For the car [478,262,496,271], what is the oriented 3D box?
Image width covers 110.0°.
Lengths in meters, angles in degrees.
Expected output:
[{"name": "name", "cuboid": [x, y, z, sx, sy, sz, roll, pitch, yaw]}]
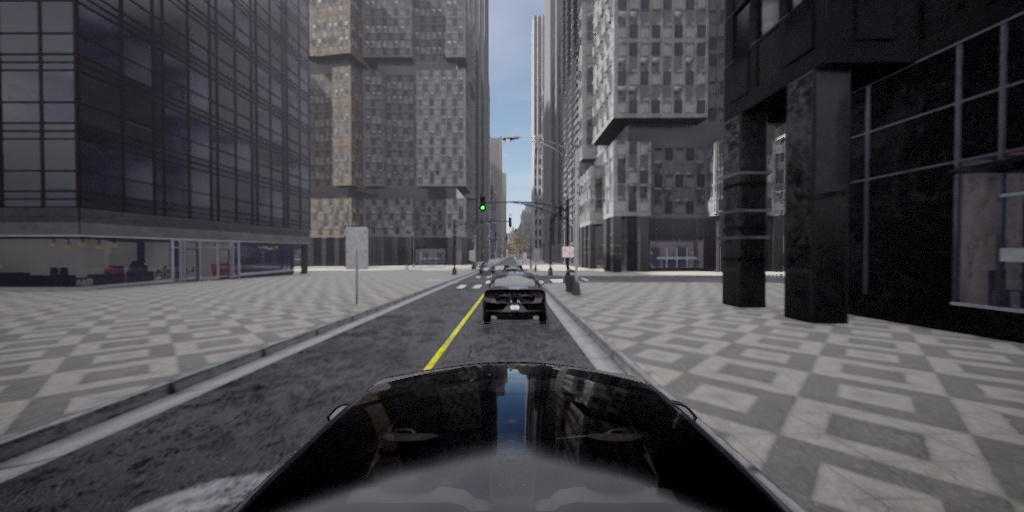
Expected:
[{"name": "car", "cuboid": [-3.085, 1.466, 45.030, 2.128, 1.511, 4.902, 0, 0, 0]}]

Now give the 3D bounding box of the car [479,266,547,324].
[{"name": "car", "cuboid": [0.092, 1.266, 12.227, 1.882, 1.535, 5.008, 0, 0, 0]}]
